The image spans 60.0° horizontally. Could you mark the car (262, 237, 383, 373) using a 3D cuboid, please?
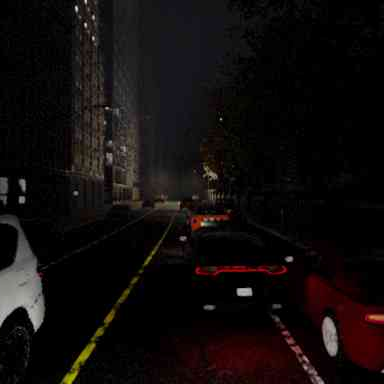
[{"bbox_3d":[2.701,1.578,5.771,1.887,1.381,4.507,0,0,0],"label":"car"}]

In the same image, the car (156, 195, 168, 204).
[{"bbox_3d":[-7.102,1.566,72.509,2.192,1.841,5.009,0,0,-1],"label":"car"}]

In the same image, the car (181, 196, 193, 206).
[{"bbox_3d":[-0.941,1.568,59.301,2.097,1.767,4.553,0,0,-1],"label":"car"}]

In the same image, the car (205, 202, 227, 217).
[{"bbox_3d":[2.399,1.726,33.553,1.802,1.307,4.206,0,0,-1],"label":"car"}]

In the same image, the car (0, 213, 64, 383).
[{"bbox_3d":[-3.002,1.234,2.158,2.150,2.045,5.566,0,0,0],"label":"car"}]

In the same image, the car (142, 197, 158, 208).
[{"bbox_3d":[-6.547,1.772,50.276,1.802,1.307,4.206,0,0,-1],"label":"car"}]

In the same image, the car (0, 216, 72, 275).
[{"bbox_3d":[-5.817,1.625,11.289,1.947,1.339,4.313,0,0,0],"label":"car"}]

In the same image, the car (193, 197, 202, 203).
[{"bbox_3d":[1.287,1.818,78.017,2.008,1.369,4.403,0,0,-1],"label":"car"}]

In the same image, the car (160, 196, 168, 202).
[{"bbox_3d":[-7.520,1.842,89.185,2.008,1.369,4.403,0,0,-1],"label":"car"}]

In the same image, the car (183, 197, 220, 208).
[{"bbox_3d":[0.698,1.465,24.095,2.097,1.767,4.553,0,0,1],"label":"car"}]

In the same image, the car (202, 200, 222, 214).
[{"bbox_3d":[2.260,1.711,39.111,2.008,1.369,4.403,0,0,-1],"label":"car"}]

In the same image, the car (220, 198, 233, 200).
[{"bbox_3d":[2.540,1.443,27.996,2.192,1.841,5.009,0,0,-1],"label":"car"}]

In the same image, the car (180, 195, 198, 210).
[{"bbox_3d":[-0.594,1.531,46.075,2.097,1.767,4.553,0,0,-1],"label":"car"}]

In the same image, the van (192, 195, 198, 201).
[{"bbox_3d":[0.871,1.645,94.692,1.690,1.788,3.998,0,0,-1],"label":"van"}]

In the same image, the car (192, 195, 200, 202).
[{"bbox_3d":[1.010,1.733,89.135,1.967,1.590,4.097,0,0,-1],"label":"car"}]

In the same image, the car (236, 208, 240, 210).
[{"bbox_3d":[2.651,1.690,22.429,1.802,1.307,4.206,0,0,-1],"label":"car"}]

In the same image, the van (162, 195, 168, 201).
[{"bbox_3d":[-7.658,1.644,94.745,1.690,1.788,3.998,0,0,-1],"label":"van"}]

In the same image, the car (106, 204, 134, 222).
[{"bbox_3d":[-5.991,1.692,28.035,1.947,1.339,4.313,0,0,-1],"label":"car"}]

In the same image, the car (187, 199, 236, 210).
[{"bbox_3d":[0.906,1.441,18.045,2.097,1.767,4.553,0,0,0],"label":"car"}]

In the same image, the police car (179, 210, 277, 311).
[{"bbox_3d":[0.739,1.470,8.118,1.930,1.638,5.238,0,0,-3],"label":"police car"}]
